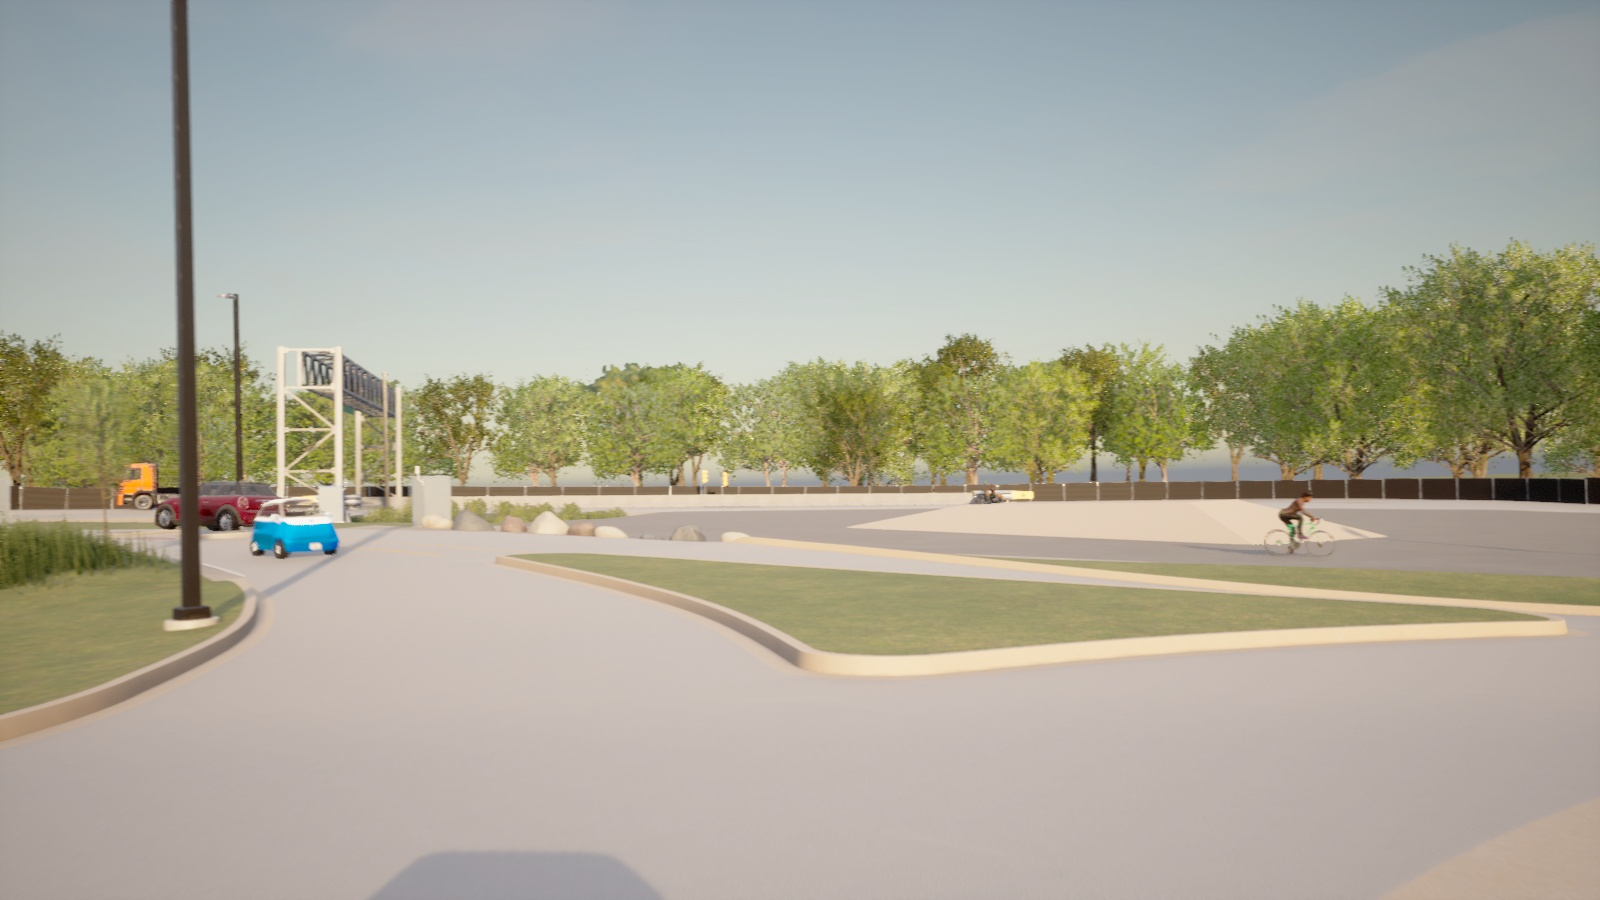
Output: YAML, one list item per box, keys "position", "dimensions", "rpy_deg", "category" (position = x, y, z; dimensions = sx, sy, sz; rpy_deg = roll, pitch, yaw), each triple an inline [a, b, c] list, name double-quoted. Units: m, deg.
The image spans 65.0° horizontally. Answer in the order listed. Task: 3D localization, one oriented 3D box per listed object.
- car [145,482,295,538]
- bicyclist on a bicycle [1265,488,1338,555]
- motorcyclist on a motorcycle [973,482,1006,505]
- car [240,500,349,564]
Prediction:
- position: [-19.340, 1.998, 41.863]
  dimensions: [4.553, 1.767, 2.097]
  rpy_deg: [-1, -4, 27]
  category: "car"
- position: [12.416, 1.761, 31.113]
  dimensions: [1.656, 1.620, 0.582]
  rpy_deg: [0, -2, 24]
  category: "bicyclist on a bicycle"
- position: [14.197, 3.227, 93.949]
  dimensions: [2.350, 1.649, 0.766]
  rpy_deg: [-1, -1, -18]
  category: "motorcyclist on a motorcycle"
- position: [-11.898, 1.908, 29.530]
  dimensions: [2.207, 1.376, 1.481]
  rpy_deg: [-2, -1, 40]
  category: "car"
